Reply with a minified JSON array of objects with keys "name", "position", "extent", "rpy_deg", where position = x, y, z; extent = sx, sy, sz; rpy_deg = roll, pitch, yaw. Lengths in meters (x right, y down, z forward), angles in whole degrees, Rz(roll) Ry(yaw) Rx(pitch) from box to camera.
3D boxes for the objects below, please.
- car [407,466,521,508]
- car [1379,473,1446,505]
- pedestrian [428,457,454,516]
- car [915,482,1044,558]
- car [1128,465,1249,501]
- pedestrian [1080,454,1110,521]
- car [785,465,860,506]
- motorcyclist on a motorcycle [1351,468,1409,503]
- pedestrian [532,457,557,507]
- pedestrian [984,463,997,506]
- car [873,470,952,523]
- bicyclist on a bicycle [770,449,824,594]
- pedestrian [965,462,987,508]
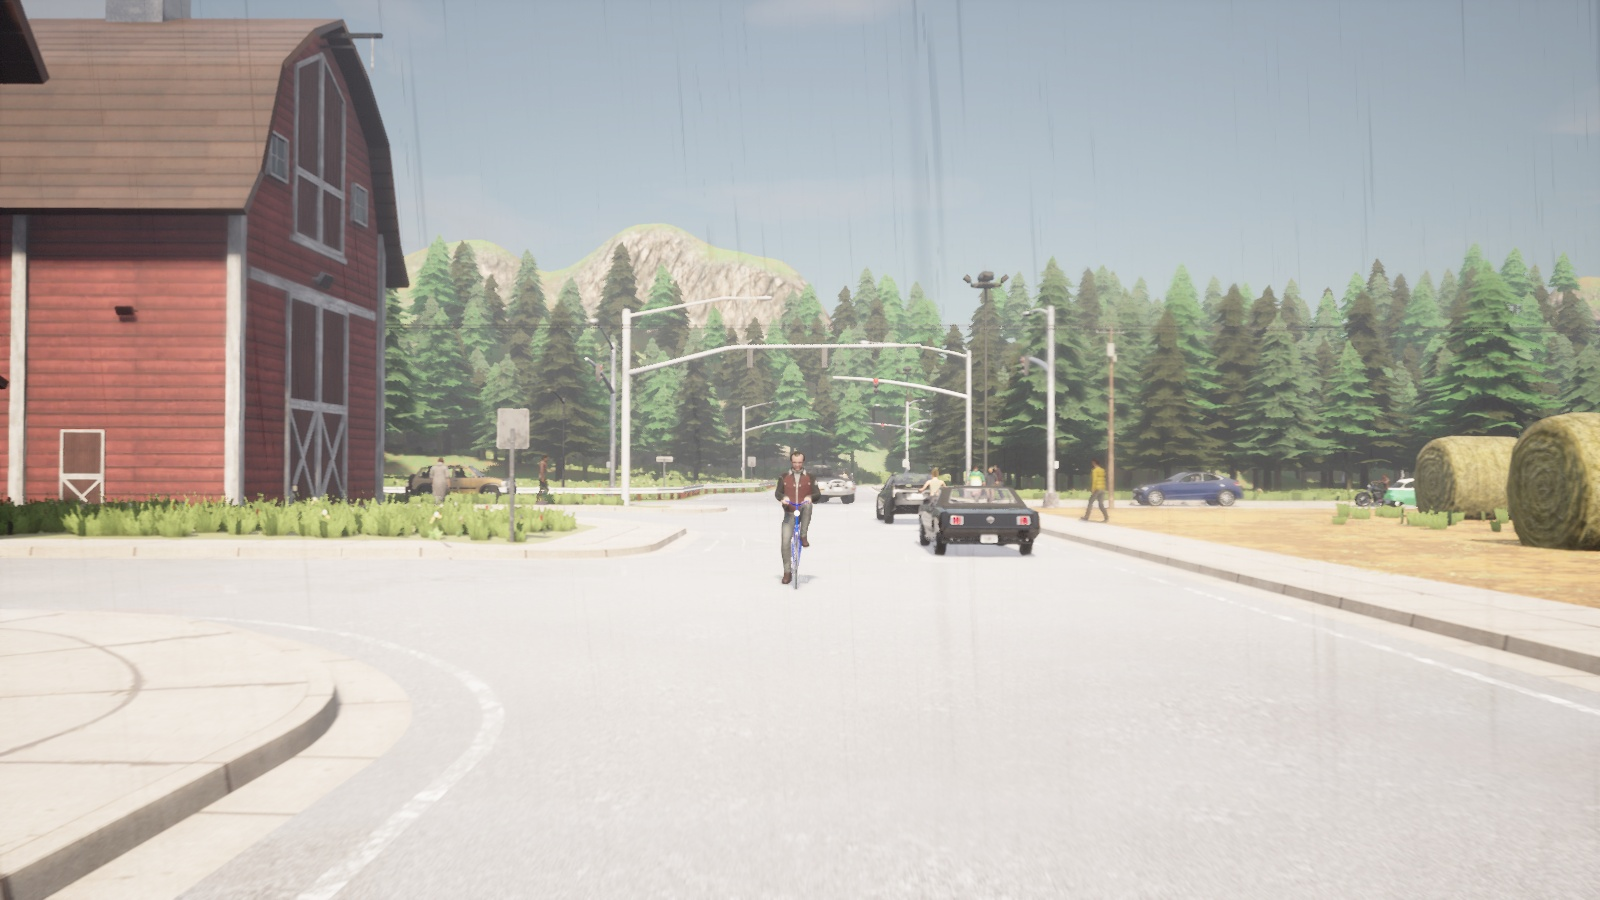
[{"name":"car","position":[-15.047,1.663,56.422],"extent":[4.605,1.855,1.932],"rpy_deg":[0,-1,1]},{"name":"car","position":[27.177,1.721,55.759],"extent":[2.207,1.376,1.481],"rpy_deg":[-1,-1,1]},{"name":"pedestrian","position":[-12.027,1.210,42.097],"extent":[0.659,1.952,0.873],"rpy_deg":[0,-1,-4]},{"name":"car","position":[3.437,1.319,24.931],"extent":[1.895,1.301,4.718],"rpy_deg":[0,-1,0]},{"name":"car","position":[18.315,1.541,59.403],"extent":[5.027,1.651,2.152],"rpy_deg":[0,-1,1]},{"name":"pedestrian","position":[8.199,1.028,34.873],"extent":[0.431,1.840,0.709],"rpy_deg":[0,-1,-28]},{"name":"car","position":[1.032,1.653,60.416],"extent":[1.932,1.855,4.605],"rpy_deg":[-1,0,-22]},{"name":"motorcyclist on a motorcycle","position":[27.355,1.674,59.259],"extent":[2.350,1.649,0.766],"rpy_deg":[0,-1,1]},{"name":"pedestrian","position":[-9.300,1.157,45.735],"extent":[0.869,1.805,0.328],"rpy_deg":[0,-1,-15]},{"name":"pedestrian","position":[8.307,1.512,54.760],"extent":[0.540,1.848,0.694],"rpy_deg":[0,-1,10]},{"name":"car","position":[3.405,1.392,38.712],"extent":[2.007,1.525,4.514],"rpy_deg":[0,-1,0]},{"name":"bicyclist on a bicycle","position":[-0.040,0.903,16.342],"extent":[0.659,1.776,1.843],"rpy_deg":[0,-1,0]},{"name":"pedestrian","position":[7.469,1.469,53.201],"extent":[0.659,1.952,0.873],"rpy_deg":[-1,-1,28]}]
